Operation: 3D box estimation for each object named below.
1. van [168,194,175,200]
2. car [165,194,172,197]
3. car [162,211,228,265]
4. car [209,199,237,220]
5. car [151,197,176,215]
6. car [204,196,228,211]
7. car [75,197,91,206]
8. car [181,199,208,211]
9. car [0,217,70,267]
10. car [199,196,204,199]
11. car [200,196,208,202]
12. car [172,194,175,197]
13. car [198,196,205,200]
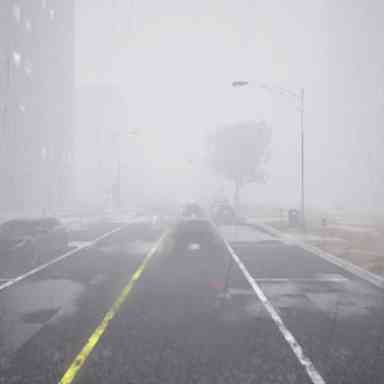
[{"bbox_3d":[-5.648,1.432,93.644,1.690,1.788,3.998,0,0,0],"label":"van"},{"bbox_3d":[-5.660,1.595,65.980,2.008,1.369,4.403,0,0,0],"label":"car"},{"bbox_3d":[0.078,1.565,11.688,1.994,1.385,4.181,0,0,0],"label":"car"},{"bbox_3d":[2.705,1.575,28.065,1.947,1.339,4.313,0,0,0],"label":"car"},{"bbox_3d":[-3.029,1.561,34.514,2.033,1.411,5.357,0,0,1],"label":"car"},{"bbox_3d":[2.707,1.328,33.588,2.192,1.841,5.009,0,0,0],"label":"car"},{"bbox_3d":[-16.405,1.363,46.579,4.403,1.369,2.008,1,-1,-1],"label":"car"},{"bbox_3d":[0.084,1.534,26.579,1.812,1.442,4.674,0,0,0],"label":"car"},{"bbox_3d":[-5.684,1.567,11.500,1.947,1.339,4.313,0,0,0],"label":"car"},{"bbox_3d":[2.720,1.588,65.976,1.887,1.381,4.507,0,0,0],"label":"car"},{"bbox_3d":[2.725,1.586,77.211,1.752,1.417,4.829,0,0,0],"label":"car"},{"bbox_3d":[-5.656,1.612,77.046,2.008,1.369,4.403,0,0,0],"label":"car"},{"bbox_3d":[2.732,1.673,93.639,1.802,1.307,4.206,0,0,0],"label":"car"}]
